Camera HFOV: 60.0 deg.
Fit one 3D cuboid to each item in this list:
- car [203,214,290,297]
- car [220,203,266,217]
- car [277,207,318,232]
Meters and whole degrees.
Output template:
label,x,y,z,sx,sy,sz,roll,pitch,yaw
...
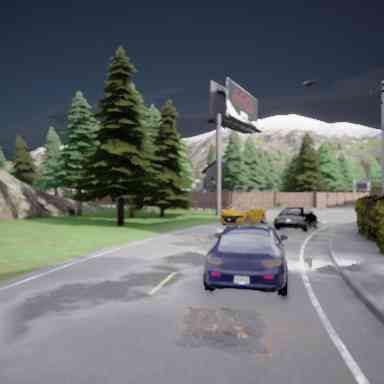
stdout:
label,x,y,z,sx,sy,sz,roll,pitch,yaw
car,1.493,1.551,8.703,1.812,1.442,4.674,0,0,13
car,3.744,1.545,23.731,1.882,1.535,5.008,0,0,32
car,6.623,1.626,21.066,1.994,1.385,4.181,0,0,31
